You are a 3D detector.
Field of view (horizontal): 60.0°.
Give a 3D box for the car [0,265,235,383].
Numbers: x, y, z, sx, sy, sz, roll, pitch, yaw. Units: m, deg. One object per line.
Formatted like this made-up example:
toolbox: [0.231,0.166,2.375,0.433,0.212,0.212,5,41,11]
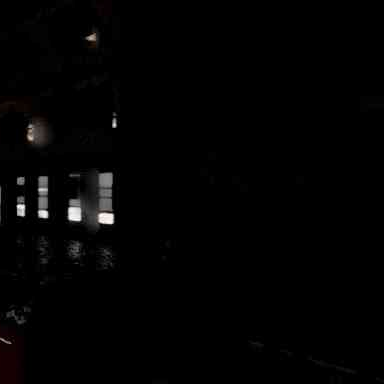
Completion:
car: [-1.528,1.571,3.957,4.206,1.307,1.802,0,0,35]
